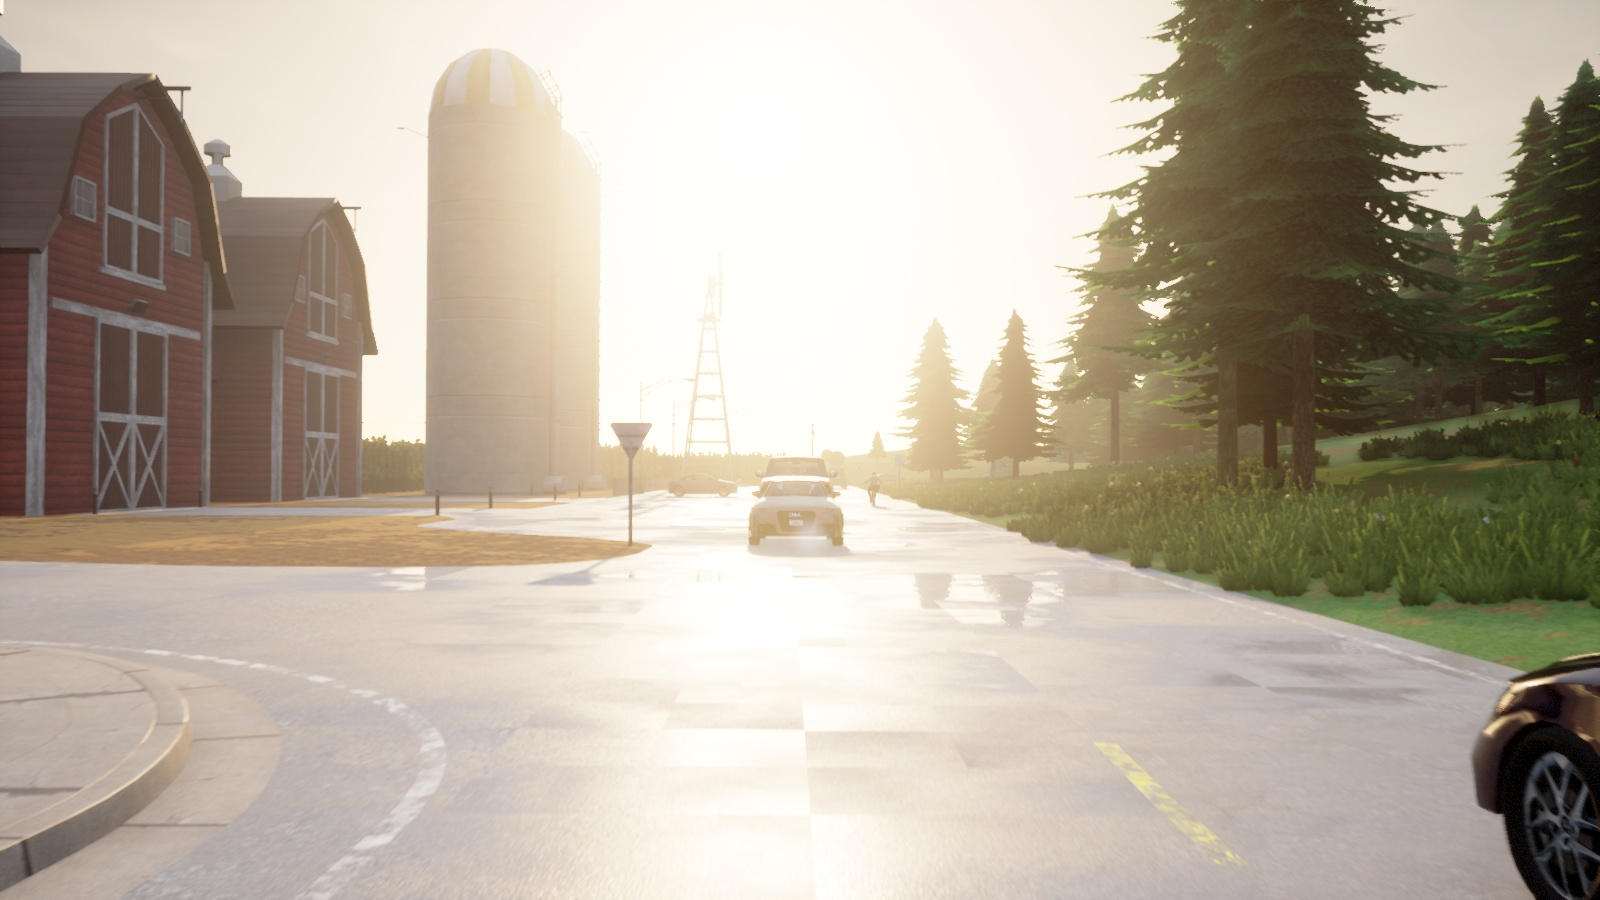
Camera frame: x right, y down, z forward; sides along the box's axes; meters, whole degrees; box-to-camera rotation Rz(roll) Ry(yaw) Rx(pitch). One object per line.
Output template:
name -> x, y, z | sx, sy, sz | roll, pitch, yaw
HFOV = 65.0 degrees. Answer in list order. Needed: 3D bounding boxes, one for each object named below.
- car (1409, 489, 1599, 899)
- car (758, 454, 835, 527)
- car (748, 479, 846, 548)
car -> 3.491, 0.868, 3.203 | 1.816, 1.474, 4.193 | 0, -1, 0
car -> -0.102, 1.172, 38.117 | 2.150, 2.045, 5.566 | 0, -1, 0
car -> -0.071, 1.345, 27.839 | 1.994, 1.385, 4.181 | 0, -1, 0
